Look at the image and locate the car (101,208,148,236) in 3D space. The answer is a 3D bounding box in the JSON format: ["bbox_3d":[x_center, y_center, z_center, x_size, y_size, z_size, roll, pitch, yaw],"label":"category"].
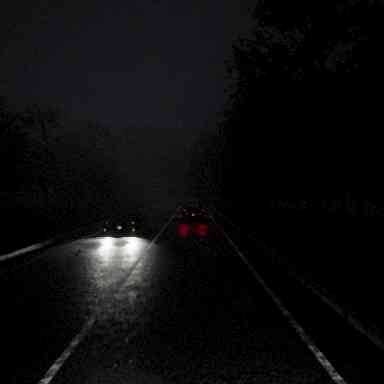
[{"bbox_3d":[-3.596,1.570,18.412,1.994,1.385,4.181,0,0,0],"label":"car"}]

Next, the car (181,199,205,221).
[{"bbox_3d":[0.103,1.528,27.313,1.812,1.442,4.674,0,0,0],"label":"car"}]
